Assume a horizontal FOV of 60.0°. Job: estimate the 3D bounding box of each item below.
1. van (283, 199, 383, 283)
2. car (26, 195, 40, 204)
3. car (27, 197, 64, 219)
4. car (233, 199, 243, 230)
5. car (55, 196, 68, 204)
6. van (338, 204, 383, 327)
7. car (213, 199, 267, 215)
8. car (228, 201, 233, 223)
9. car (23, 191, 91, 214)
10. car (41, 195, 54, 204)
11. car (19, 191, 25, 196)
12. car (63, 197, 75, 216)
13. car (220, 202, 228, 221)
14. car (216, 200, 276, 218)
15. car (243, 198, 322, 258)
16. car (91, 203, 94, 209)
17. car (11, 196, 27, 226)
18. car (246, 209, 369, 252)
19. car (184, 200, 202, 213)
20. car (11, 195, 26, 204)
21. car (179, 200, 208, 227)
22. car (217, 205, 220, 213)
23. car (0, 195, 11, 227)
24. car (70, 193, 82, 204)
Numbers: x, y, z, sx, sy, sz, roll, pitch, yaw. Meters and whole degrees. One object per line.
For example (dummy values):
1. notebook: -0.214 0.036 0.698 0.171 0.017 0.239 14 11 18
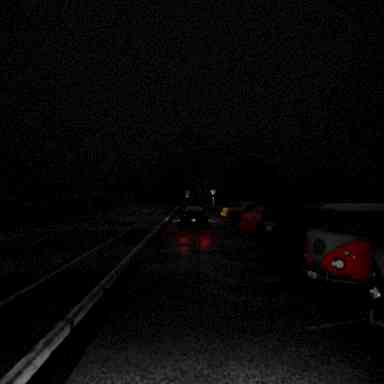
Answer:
1. van: 4.722 1.258 8.031 4.442 1.987 1.878 1 0 -20
2. car: -33.350 1.520 69.800 2.185 1.767 4.553 1 -3 -19
3. car: -13.314 1.465 27.052 5.008 1.535 2.097 -1 0 -20
4. car: 4.804 1.358 16.997 4.553 1.767 2.185 1 0 -20
5. car: -27.299 1.644 69.683 2.231 1.521 4.892 1 -3 -19
6. van: 4.724 1.258 5.054 4.442 1.987 1.878 1 0 -20
7. car: 4.862 1.483 33.551 4.892 1.521 2.231 1 0 -20
8. car: 4.868 1.359 19.987 4.553 1.767 2.185 1 0 -20
9. car: -13.308 1.203 33.077 5.566 2.045 2.435 -1 0 -20
10. car: -30.313 1.516 69.696 2.185 1.767 4.553 1 -3 -19
11. car: -25.947 0.879 52.696 2.435 2.045 5.566 1 -1 -19
12. car: -13.296 1.502 30.077 4.674 1.452 2.002 -1 0 -20
13. car: 4.816 1.513 23.357 4.792 1.488 2.163 1 0 -20
14. car: 4.845 1.484 30.156 4.892 1.521 2.231 1 0 -20
15. car: 4.859 1.234 11.062 5.566 2.045 2.435 1 0 -20
16. car: -13.441 1.439 36.053 5.366 1.575 1.946 -1 1 -20
17. car: -13.306 1.339 21.033 4.553 1.767 2.185 -1 0 -20
18. car: 4.833 1.525 14.024 4.674 1.452 2.002 1 0 -20
19. car: 0.137 1.584 38.545 1.895 1.301 4.718 0 0 0
20. car: -36.377 1.520 69.837 2.185 1.767 4.553 1 -3 -19
21. car: 0.110 1.524 22.549 1.812 1.442 4.674 0 0 0
22. car: 5.018 1.483 26.832 5.366 1.575 1.946 1 0 -20
23. car: -13.324 1.213 18.037 5.566 2.045 2.435 -1 0 -20
24. car: -24.295 1.392 69.665 2.435 2.045 5.566 1 -3 -19
